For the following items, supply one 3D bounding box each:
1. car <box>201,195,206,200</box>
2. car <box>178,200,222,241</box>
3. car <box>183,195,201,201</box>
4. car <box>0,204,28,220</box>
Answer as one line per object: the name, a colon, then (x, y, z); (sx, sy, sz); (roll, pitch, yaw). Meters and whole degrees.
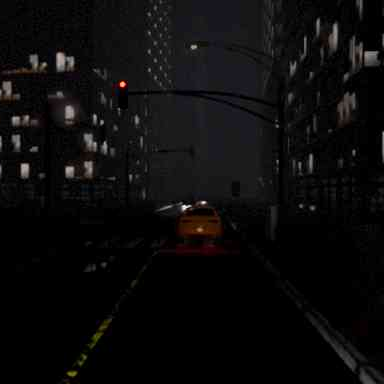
car: (1.723, 1.177, 66.696); (1.895, 1.301, 4.718); (0, 0, 8)
car: (0.428, 1.389, 16.168); (1.882, 1.535, 5.008); (0, 0, 2)
car: (-0.310, 1.186, 50.397); (2.128, 1.511, 4.902); (0, 0, 6)
car: (-16.430, 1.705, 28.724); (4.403, 1.369, 2.008); (-1, 1, 10)
